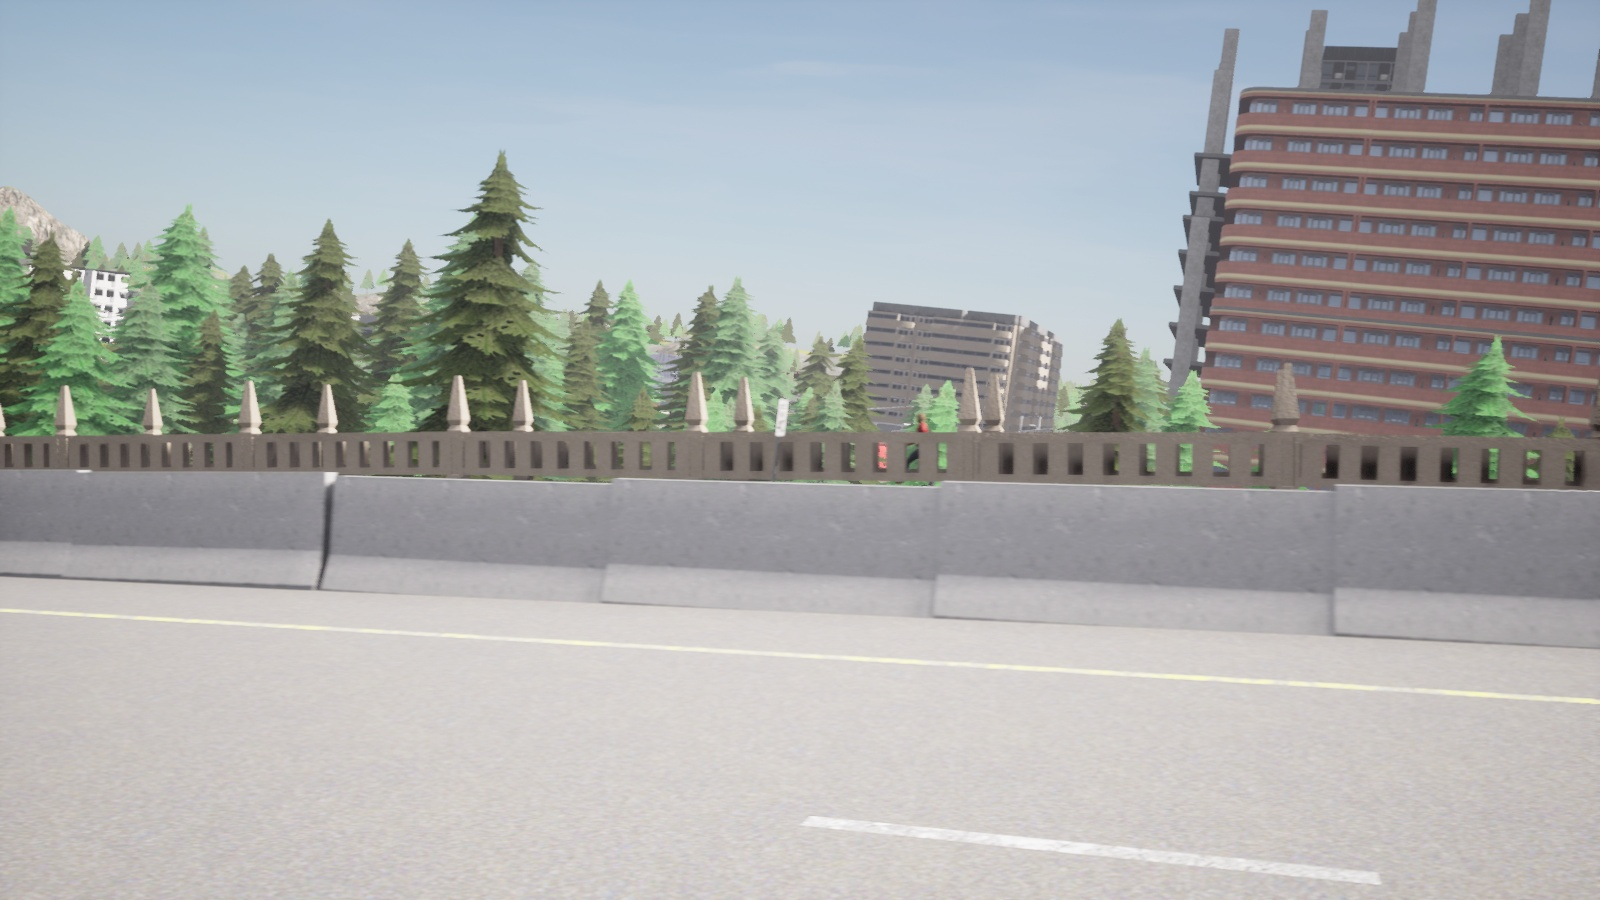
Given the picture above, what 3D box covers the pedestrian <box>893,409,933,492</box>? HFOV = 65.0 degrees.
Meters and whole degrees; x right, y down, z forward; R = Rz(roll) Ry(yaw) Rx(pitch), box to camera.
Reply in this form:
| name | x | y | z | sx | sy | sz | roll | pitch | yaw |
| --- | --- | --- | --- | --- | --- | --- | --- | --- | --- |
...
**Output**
| name | x | y | z | sx | sy | sz | roll | pitch | yaw |
| --- | --- | --- | --- | --- | --- | --- | --- | --- | --- |
| pedestrian | 2.600 | 0.005 | 28.941 | 0.636 | 1.846 | 0.331 | 8 | 3 | 19 |
